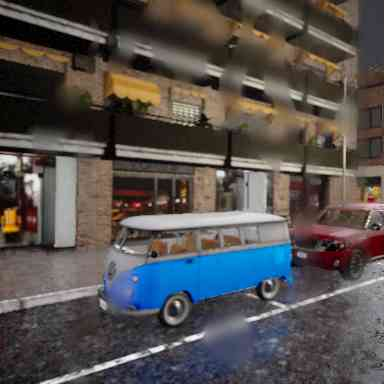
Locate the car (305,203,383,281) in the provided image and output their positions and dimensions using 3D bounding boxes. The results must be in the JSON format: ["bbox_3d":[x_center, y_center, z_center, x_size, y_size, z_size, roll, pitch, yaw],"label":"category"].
[{"bbox_3d":[4.890,1.299,10.018,5.009,1.841,2.192,0,1,-35],"label":"car"}]

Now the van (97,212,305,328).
[{"bbox_3d":[0.251,1.335,6.712,3.998,1.788,1.690,0,1,-35],"label":"van"}]
